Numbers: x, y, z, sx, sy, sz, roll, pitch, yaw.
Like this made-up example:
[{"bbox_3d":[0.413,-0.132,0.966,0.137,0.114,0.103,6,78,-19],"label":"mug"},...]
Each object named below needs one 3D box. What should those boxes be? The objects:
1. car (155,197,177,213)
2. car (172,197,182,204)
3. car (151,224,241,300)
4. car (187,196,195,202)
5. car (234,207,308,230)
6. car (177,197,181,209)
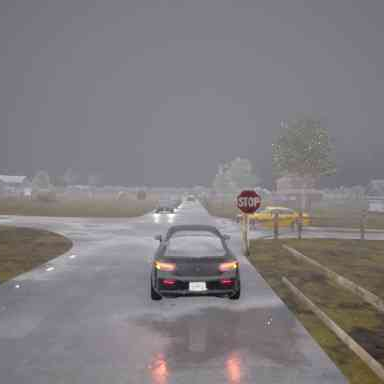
[{"bbox_3d":[-2.939,1.529,37.139,1.837,1.490,4.892,0,0,0],"label":"car"},{"bbox_3d":[-2.943,1.664,65.973,1.895,1.301,4.718,0,0,0],"label":"car"},{"bbox_3d":[0.027,1.528,8.265,1.812,1.442,4.674,0,0,-2],"label":"car"},{"bbox_3d":[-0.192,1.563,78.464,1.882,1.535,5.008,0,0,0],"label":"car"},{"bbox_3d":[5.370,1.743,22.651,5.008,1.535,1.882,2,0,-13],"label":"car"},{"bbox_3d":[-2.953,1.596,46.284,1.994,1.385,4.181,0,0,0],"label":"car"}]
